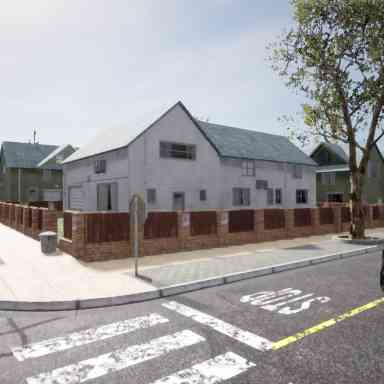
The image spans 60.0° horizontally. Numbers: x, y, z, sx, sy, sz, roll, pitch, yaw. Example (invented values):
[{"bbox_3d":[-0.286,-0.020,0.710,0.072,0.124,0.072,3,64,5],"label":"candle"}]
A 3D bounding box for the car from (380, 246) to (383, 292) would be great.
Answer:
[{"bbox_3d":[6.097,1.329,7.060,5.566,2.045,2.150,1,-2,-38],"label":"car"}]
